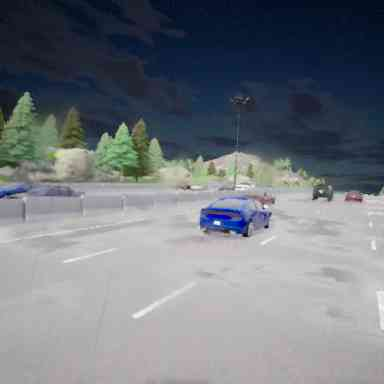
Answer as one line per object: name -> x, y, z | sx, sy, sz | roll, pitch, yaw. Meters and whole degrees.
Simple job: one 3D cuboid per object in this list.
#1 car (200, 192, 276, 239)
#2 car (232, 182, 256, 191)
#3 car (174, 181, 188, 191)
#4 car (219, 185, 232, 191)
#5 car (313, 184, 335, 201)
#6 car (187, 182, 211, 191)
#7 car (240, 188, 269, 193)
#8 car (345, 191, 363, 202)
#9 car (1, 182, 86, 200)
car -> 2.088, 0.946, 14.436 | 1.882, 1.535, 5.008 | 3, 3, 27
car -> 9.685, -0.815, 59.407 | 2.150, 2.045, 5.566 | 3, 2, 28
car -> -1.447, -1.174, 60.777 | 2.097, 1.767, 4.553 | 3, 2, 28
car -> 6.602, -0.664, 61.091 | 1.994, 1.385, 4.181 | 3, 2, 28
car -> 17.049, 0.071, 43.041 | 2.150, 2.045, 5.566 | 3, 3, 27
car -> 1.609, -0.746, 59.100 | 1.895, 1.301, 4.718 | 3, 2, 28
car -> 6.122, 0.595, 29.717 | 1.895, 1.301, 4.718 | 3, 3, 27
car -> 21.479, 0.538, 44.008 | 1.994, 1.385, 4.181 | 3, 3, 27
car -> -9.626, 0.257, 22.643 | 2.033, 1.411, 5.357 | 3, 3, 28
